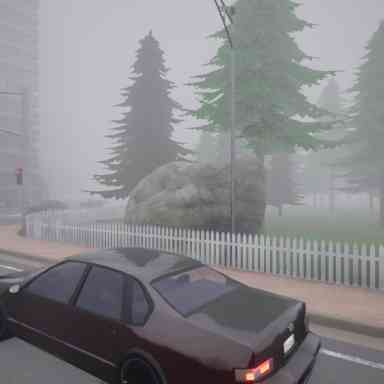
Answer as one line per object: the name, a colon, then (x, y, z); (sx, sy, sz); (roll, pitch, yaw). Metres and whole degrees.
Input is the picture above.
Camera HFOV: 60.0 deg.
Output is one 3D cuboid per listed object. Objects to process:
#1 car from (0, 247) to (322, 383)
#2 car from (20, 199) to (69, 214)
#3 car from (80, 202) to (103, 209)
car: (-1.081, 1.547, 4.759); (5.357, 1.411, 2.033); (0, 0, 35)
car: (-15.301, 1.492, 34.954); (2.033, 1.411, 5.357); (0, 0, 17)
car: (-13.595, 1.545, 45.189); (1.895, 1.301, 4.718); (0, 0, 2)
